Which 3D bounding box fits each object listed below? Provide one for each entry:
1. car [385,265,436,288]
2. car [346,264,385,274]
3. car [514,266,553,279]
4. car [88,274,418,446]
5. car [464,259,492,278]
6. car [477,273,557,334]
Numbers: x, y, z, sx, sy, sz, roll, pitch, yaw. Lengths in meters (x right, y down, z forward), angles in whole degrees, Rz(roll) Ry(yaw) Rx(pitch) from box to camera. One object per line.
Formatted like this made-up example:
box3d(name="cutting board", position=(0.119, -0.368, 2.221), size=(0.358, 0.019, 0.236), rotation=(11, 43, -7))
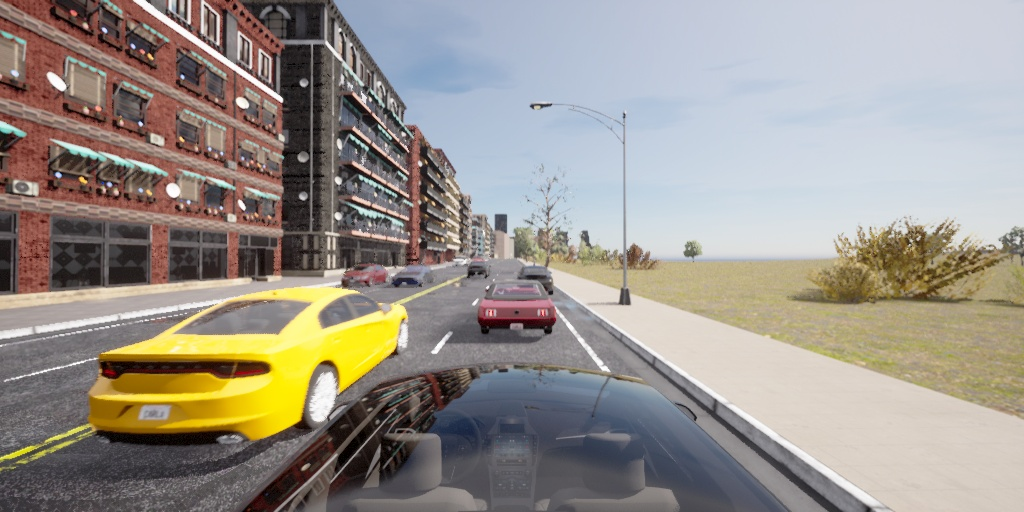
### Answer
box3d(name="car", position=(-6.539, 1.309, 24.474), size=(2.033, 1.411, 5.357), rotation=(0, 0, 0))
box3d(name="car", position=(-9.788, 1.288, 24.308), size=(1.812, 1.442, 4.674), rotation=(0, 0, 0))
box3d(name="car", position=(1.188, 1.265, 19.775), size=(1.837, 1.490, 4.892), rotation=(0, 0, 0))
box3d(name="car", position=(-3.139, 1.230, 5.632), size=(1.882, 1.535, 5.008), rotation=(0, 0, 0))
box3d(name="car", position=(-3.063, 1.268, 33.695), size=(1.837, 1.490, 4.892), rotation=(0, -1, 1))
box3d(name="car", position=(0.124, 1.356, 10.573), size=(1.895, 1.301, 4.718), rotation=(0, 0, 0))
